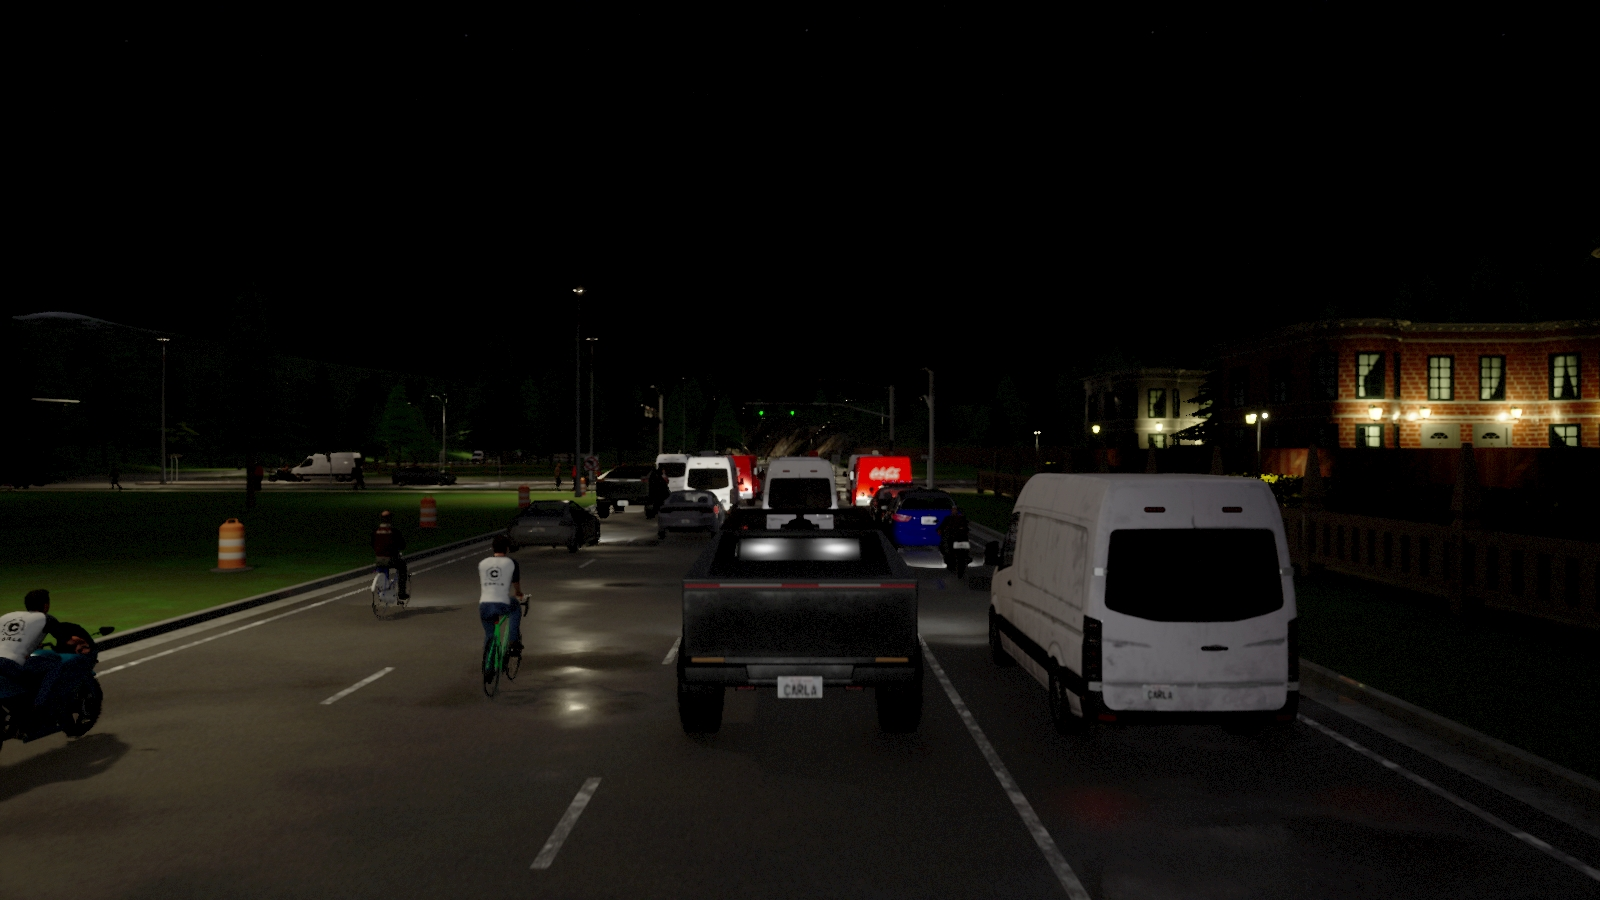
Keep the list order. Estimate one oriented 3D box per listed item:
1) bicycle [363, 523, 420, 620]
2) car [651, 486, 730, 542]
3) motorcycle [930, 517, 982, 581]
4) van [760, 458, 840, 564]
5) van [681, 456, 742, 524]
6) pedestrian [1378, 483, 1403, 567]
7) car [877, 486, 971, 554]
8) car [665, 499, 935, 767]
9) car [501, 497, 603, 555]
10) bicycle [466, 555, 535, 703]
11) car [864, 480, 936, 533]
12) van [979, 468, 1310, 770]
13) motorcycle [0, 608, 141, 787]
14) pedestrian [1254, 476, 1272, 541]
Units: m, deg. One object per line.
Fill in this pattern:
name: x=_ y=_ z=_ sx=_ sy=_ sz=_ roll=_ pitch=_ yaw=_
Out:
bicycle: x=-7.004 y=2.056 z=19.657 sx=0.329 sy=1.471 sz=1.835 roll=0 pitch=0 yaw=0
car: x=-3.495 y=2.027 z=37.395 sx=2.097 sy=1.535 sz=5.006 roll=0 pitch=0 yaw=0
motorcycle: x=3.501 y=2.200 z=25.824 sx=0.867 sy=1.251 sz=2.209 roll=0 pitch=0 yaw=0
van: x=-0.003 y=1.528 z=31.083 sx=1.988 sy=2.561 sz=5.915 roll=0 pitch=0 yaw=0
van: x=-3.504 y=1.525 z=46.236 sx=1.988 sy=2.561 sz=5.915 roll=0 pitch=0 yaw=0
pedestrian: x=13.373 y=1.691 z=25.882 sx=0.375 sy=1.860 sz=0.375 roll=0 pitch=0 yaw=0
car: x=3.501 y=1.961 z=33.093 sx=2.242 sy=1.667 sz=4.611 roll=0 pitch=0 yaw=0
car: x=0.001 y=1.751 z=13.231 sx=2.390 sy=2.098 sz=6.274 roll=0 pitch=0 yaw=0
car: x=-7.003 y=2.112 z=32.698 sx=1.994 sy=1.385 sz=4.181 roll=0 pitch=0 yaw=1
bicycle: x=-3.499 y=2.053 z=13.449 sx=0.373 sy=1.496 sz=1.643 roll=0 pitch=0 yaw=0
car: x=3.501 y=1.974 z=40.918 sx=2.097 sy=1.638 sz=5.238 roll=0 pitch=0 yaw=0
van: x=3.498 y=1.532 z=13.018 sx=1.988 sy=2.561 sz=5.915 roll=0 pitch=0 yaw=0
motorcycle: x=-7.000 y=2.184 z=10.427 sx=0.803 sy=1.199 sz=2.033 roll=0 pitch=0 yaw=0
pedestrian: x=13.463 y=1.689 z=33.242 sx=0.375 sy=1.860 sz=0.375 roll=0 pitch=0 yaw=0
